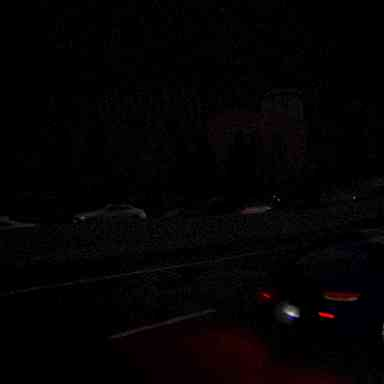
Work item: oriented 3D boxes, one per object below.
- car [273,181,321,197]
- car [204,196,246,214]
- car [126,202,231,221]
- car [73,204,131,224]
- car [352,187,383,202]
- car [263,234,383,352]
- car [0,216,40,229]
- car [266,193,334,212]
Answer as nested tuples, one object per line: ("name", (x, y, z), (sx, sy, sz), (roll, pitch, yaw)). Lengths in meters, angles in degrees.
("car", (10.354, 0.097, 32.688), (5.566, 2.045, 2.150), (-7, 4, -34))
("car", (2.083, 1.124, 26.870), (5.008, 1.535, 1.882), (-4, 2, -35))
("car", (-0.590, 1.477, 16.398), (4.674, 1.442, 1.812), (-1, 1, -35))
("car", (-5.269, 1.496, 21.654), (4.674, 1.442, 1.812), (-1, 1, -35))
("car", (15.329, 0.361, 27.616), (4.718, 1.301, 1.895), (-7, 4, -35))
("car", (3.294, 1.507, 6.097), (4.674, 1.442, 1.812), (0, 0, -35))
("car", (-7.646, 1.534, 11.420), (4.674, 1.442, 1.812), (0, 0, -35))
("car", (7.205, 1.116, 21.903), (5.357, 1.411, 2.033), (-4, 2, -34))
